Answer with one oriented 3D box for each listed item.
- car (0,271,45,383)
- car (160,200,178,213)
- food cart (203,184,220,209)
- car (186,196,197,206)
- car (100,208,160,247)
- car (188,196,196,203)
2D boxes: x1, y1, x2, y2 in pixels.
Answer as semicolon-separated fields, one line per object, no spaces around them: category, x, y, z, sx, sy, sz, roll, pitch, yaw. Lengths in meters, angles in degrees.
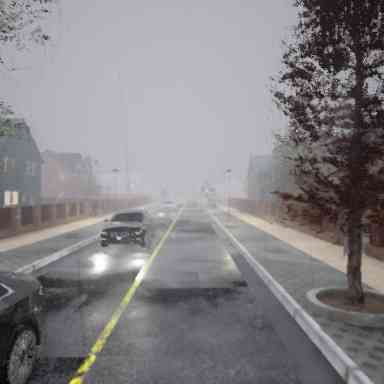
car;-2.845;1.501;2.445;2.128;1.511;4.902;0;0;0
car;-2.860;1.693;40.265;1.812;1.442;4.674;0;0;0
food cart;2.954;0.691;51.014;2.280;3.560;4.660;-1;-1;0
car;-0.030;1.759;60.235;1.882;1.535;5.008;0;0;0
car;-2.803;1.560;15.302;1.837;1.490;4.892;0;0;0
car;-0.036;1.698;75.224;1.837;1.490;4.892;0;0;0
